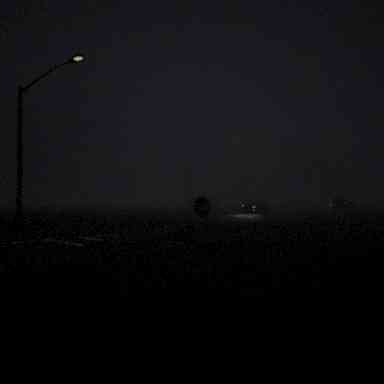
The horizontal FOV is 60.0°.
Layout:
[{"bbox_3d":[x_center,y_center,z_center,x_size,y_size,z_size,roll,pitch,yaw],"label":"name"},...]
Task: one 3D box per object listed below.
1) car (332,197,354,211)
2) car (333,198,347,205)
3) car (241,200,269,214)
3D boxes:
[{"bbox_3d":[23.272,1.834,51.142,2.150,2.045,5.566,0,0,37],"label":"car"},{"bbox_3d":[35.080,2.298,78.593,1.882,1.535,5.008,0,0,37],"label":"car"},{"bbox_3d":[8.064,1.816,42.502,2.097,1.767,4.553,0,-1,37],"label":"car"}]
